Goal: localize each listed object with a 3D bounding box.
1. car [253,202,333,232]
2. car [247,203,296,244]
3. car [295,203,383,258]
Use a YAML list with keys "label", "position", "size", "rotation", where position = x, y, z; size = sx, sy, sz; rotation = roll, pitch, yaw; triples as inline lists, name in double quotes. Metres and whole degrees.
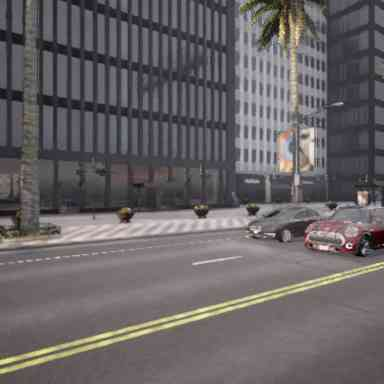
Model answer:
- label: "car"
  position: [6.376, 1.466, 20.803]
  size: [4.892, 1.521, 2.231]
  rotation: [0, 0, -35]
- label: "car"
  position: [4.763, 1.493, 15.985]
  size: [4.892, 1.490, 1.837]
  rotation: [0, 0, -35]
- label: "car"
  position: [6.393, 1.341, 12.849]
  size: [4.553, 1.767, 2.097]
  rotation: [0, 0, -35]
